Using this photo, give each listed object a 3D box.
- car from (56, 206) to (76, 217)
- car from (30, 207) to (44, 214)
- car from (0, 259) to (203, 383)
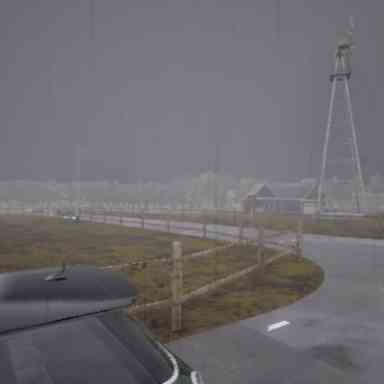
[{"bbox_3d":[-18.908,2.883,49.761,1.837,1.490,4.892,1,-2,-35],"label":"car"},{"bbox_3d":[-36.863,4.414,79.669,1.812,1.442,4.674,1,-3,-35],"label":"car"},{"bbox_3d":[-2.054,1.345,1.483,4.553,1.767,2.097,0,0,-35],"label":"car"}]
